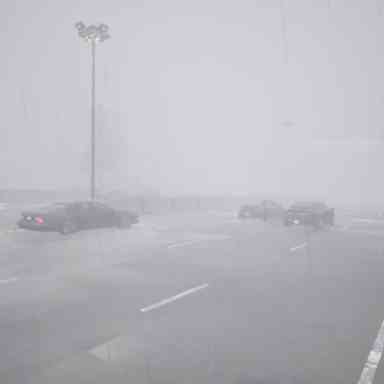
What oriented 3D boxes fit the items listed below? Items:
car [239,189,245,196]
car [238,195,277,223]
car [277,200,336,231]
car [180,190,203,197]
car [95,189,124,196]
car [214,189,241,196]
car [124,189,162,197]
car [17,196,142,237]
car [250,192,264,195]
[{"bbox_3d":[9.136,0.314,69.324,2.150,2.045,5.566,2,1,36],"label":"car"},{"bbox_3d":[4.739,1.158,22.049,1.812,1.442,4.674,2,2,36],"label":"car"},{"bbox_3d":[6.806,1.251,18.969,1.837,1.490,4.892,2,2,36],"label":"car"},{"bbox_3d":[-0.009,0.387,57.016,1.837,1.490,4.892,2,1,37],"label":"car"},{"bbox_3d":[-10.230,0.302,43.285,2.033,1.411,5.357,2,1,37],"label":"car"},{"bbox_3d":[6.008,0.610,59.227,2.033,1.411,5.357,2,1,36],"label":"car"},{"bbox_3d":[-5.955,0.382,43.162,2.128,1.511,4.902,2,1,37],"label":"car"},{"bbox_3d":[-4.849,1.067,14.977,2.033,1.411,5.357,3,2,37],"label":"car"},{"bbox_3d":[13.525,0.792,69.395,2.033,1.411,5.357,2,1,36],"label":"car"}]
